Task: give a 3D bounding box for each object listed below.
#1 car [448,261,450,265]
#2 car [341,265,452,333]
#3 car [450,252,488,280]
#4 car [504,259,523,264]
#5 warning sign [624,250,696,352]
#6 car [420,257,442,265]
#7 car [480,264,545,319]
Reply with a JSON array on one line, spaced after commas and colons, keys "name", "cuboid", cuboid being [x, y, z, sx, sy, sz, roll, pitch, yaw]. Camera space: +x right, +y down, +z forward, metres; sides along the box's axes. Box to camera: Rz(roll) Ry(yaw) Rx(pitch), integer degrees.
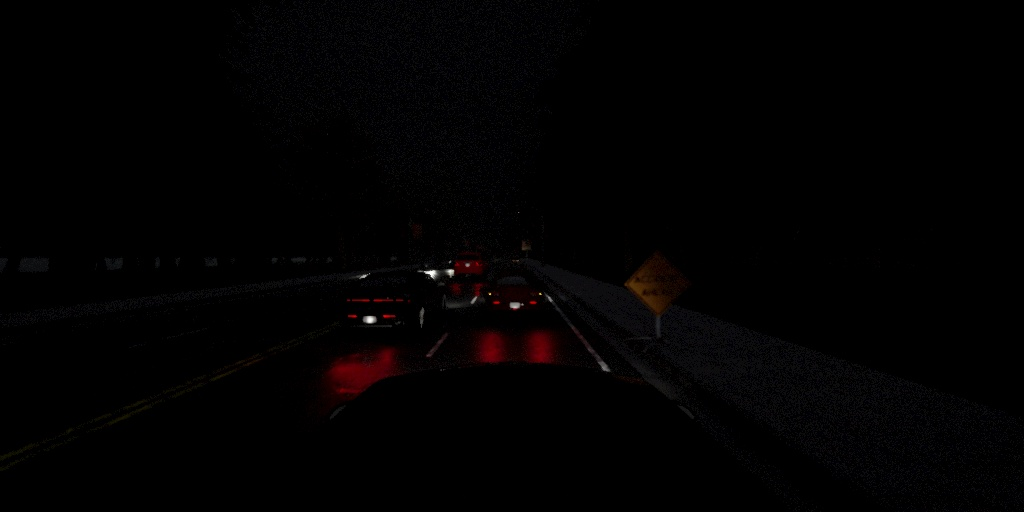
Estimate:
[{"name": "car", "cuboid": [-6.523, 0.717, 44.476, 2.097, 1.767, 4.553, 0, 0, 0]}, {"name": "car", "cuboid": [-3.167, 1.168, 10.452, 1.837, 1.490, 4.892, 0, 0, 0]}, {"name": "car", "cuboid": [-3.128, 0.720, 28.054, 2.150, 2.045, 5.566, 0, 0, 0]}, {"name": "car", "cuboid": [0.117, 1.106, 27.367, 1.895, 1.301, 4.718, 0, 1, 0]}, {"name": "warning sign", "cuboid": [2.858, 0.812, 7.009, 1.300, 1.860, 1.060, 0, 0, 0]}, {"name": "car", "cuboid": [-9.778, 0.865, 43.424, 2.128, 1.511, 4.902, 0, 0, 0]}, {"name": "car", "cuboid": [0.095, 1.173, 12.216, 1.812, 1.442, 4.674, 0, 1, 0]}]
